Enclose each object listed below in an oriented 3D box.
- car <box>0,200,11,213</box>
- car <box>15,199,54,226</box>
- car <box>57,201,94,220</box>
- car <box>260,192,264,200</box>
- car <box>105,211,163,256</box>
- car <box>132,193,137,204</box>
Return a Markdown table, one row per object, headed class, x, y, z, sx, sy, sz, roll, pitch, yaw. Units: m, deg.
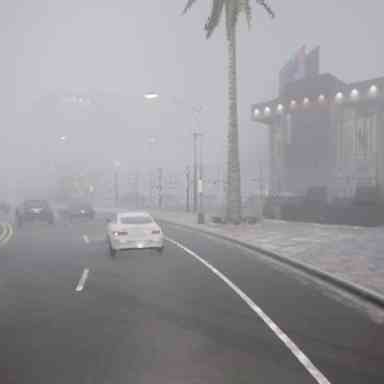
| class | x | y | z | sx | sy | sz | roll | pitch | yaw |
| --- | --- | --- | --- | --- | --- | --- | --- | --- | --- |
| car | -19.596 | 1.451 | 32.880 | 1.895 | 1.301 | 4.718 | 0 | 0 | -44 |
| car | -10.811 | 1.243 | 22.672 | 2.097 | 1.767 | 4.553 | 0 | 0 | -30 |
| car | -9.383 | 1.432 | 26.673 | 1.994 | 1.385 | 4.181 | 0 | 0 | -36 |
| car | 10.474 | 1.129 | 50.304 | 4.674 | 1.452 | 2.002 | 0 | 0 | 44 |
| car | -2.311 | 1.458 | 12.829 | 1.812 | 1.442 | 4.674 | 0 | 0 | -16 |
| car | -9.502 | 0.975 | 53.772 | 4.553 | 1.767 | 2.185 | 0 | 0 | 44 |
